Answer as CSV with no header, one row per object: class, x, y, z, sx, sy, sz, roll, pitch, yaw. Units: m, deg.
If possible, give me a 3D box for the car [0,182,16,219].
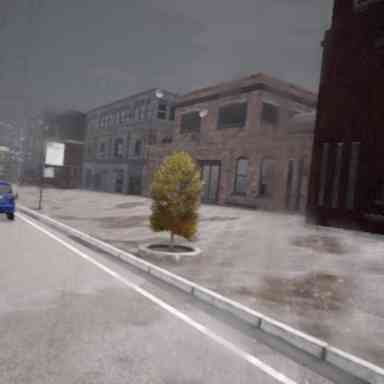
car,-11.560,0.367,19.051,2.150,2.045,5.566,4,0,-35
